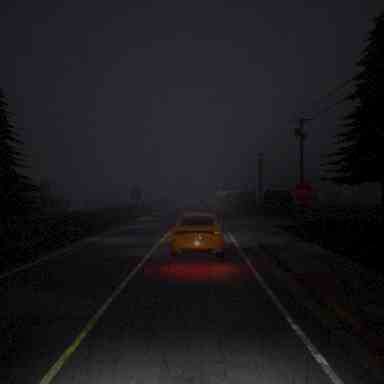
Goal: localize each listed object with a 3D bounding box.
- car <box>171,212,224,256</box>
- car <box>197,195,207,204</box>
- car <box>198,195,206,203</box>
[{"bbox_3d":[0.262,1.567,13.535,1.882,1.535,5.008,0,0,2],"label":"car"},{"bbox_3d":[2.236,2.015,75.400,1.837,1.490,4.892,0,0,2],"label":"car"},{"bbox_3d":[2.581,1.703,85.847,2.150,2.045,5.566,0,0,2],"label":"car"}]
